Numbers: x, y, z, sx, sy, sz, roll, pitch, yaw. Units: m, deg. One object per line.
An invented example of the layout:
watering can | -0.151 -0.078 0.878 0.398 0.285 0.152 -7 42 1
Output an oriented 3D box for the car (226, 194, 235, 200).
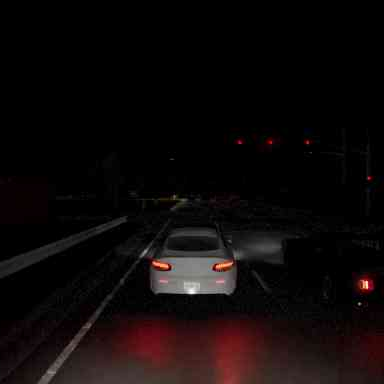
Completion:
car | 10.398 1.309 91.185 1.882 1.535 5.008 0 0 0

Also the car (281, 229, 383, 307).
car | 3.554 1.601 7.889 1.895 1.301 4.718 0 0 0

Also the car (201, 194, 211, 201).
car | 3.409 1.346 81.144 2.097 1.767 4.553 0 0 0

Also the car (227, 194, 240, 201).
car | 10.410 1.468 80.765 1.882 1.535 5.008 0 0 0

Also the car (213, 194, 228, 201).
car | 6.909 1.346 81.148 2.097 1.767 4.553 0 0 0

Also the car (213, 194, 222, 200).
car | 6.898 1.356 91.181 2.128 1.511 4.902 0 0 0

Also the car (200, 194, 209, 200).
car | 3.398 1.356 91.177 2.128 1.511 4.902 0 0 0

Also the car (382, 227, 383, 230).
car | 7.057 1.221 8.306 2.150 2.045 5.566 0 0 0

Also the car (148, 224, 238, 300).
car | 0.064 1.526 8.276 1.812 1.442 4.674 0 0 2

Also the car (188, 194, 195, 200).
car | -0.102 1.331 91.173 1.837 1.490 4.892 0 0 0

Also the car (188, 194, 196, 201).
car | -0.090 1.530 80.753 2.033 1.411 5.357 0 0 0
